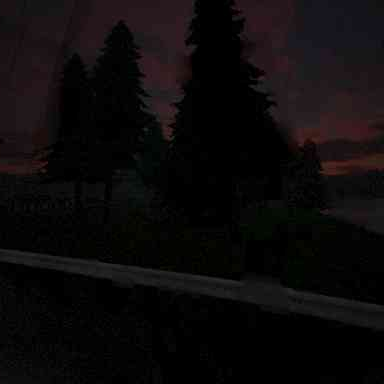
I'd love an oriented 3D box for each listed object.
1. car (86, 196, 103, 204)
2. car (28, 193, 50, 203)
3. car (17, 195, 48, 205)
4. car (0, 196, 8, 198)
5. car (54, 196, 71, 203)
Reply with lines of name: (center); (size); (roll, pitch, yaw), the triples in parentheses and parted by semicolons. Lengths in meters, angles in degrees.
car: (-19.038, 1.504, 65.162); (1.837, 1.490, 4.892); (1, 0, 7)
car: (-29.810, 1.221, 64.641); (2.150, 2.045, 5.566); (0, 0, 5)
car: (-25.295, 1.563, 52.252); (1.994, 1.385, 4.181); (0, 0, 15)
car: (-39.964, 1.538, 69.270); (2.033, 1.411, 5.357); (0, 0, 5)
car: (-26.064, 1.555, 67.198); (1.994, 1.385, 4.181); (0, 0, 5)
